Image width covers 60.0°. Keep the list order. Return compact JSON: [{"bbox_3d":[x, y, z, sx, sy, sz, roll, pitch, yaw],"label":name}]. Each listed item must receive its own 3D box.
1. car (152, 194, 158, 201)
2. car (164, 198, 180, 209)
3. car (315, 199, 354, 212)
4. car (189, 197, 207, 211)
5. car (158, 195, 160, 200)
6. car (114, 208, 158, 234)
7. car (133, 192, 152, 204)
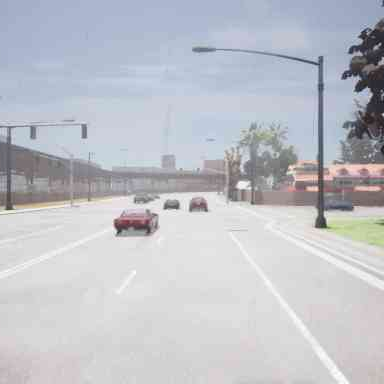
[{"bbox_3d":[-9.283,1.282,72.777,2.033,1.411,5.357,0,1,1],"label":"car"},{"bbox_3d":[-2.654,1.540,44.852,1.994,1.385,4.181,0,0,1],"label":"car"},{"bbox_3d":[16.776,1.565,39.160,4.181,1.385,1.994,0,0,-1],"label":"car"},{"bbox_3d":[0.774,1.332,40.529,2.097,1.767,4.553,0,0,1],"label":"car"},{"bbox_3d":[-9.119,1.134,82.494,1.994,1.385,4.181,0,1,1],"label":"car"},{"bbox_3d":[-3.085,1.601,19.377,1.895,1.301,4.718,0,0,1],"label":"car"},{"bbox_3d":[-9.508,1.082,62.658,2.150,2.045,5.566,0,1,1],"label":"car"}]
